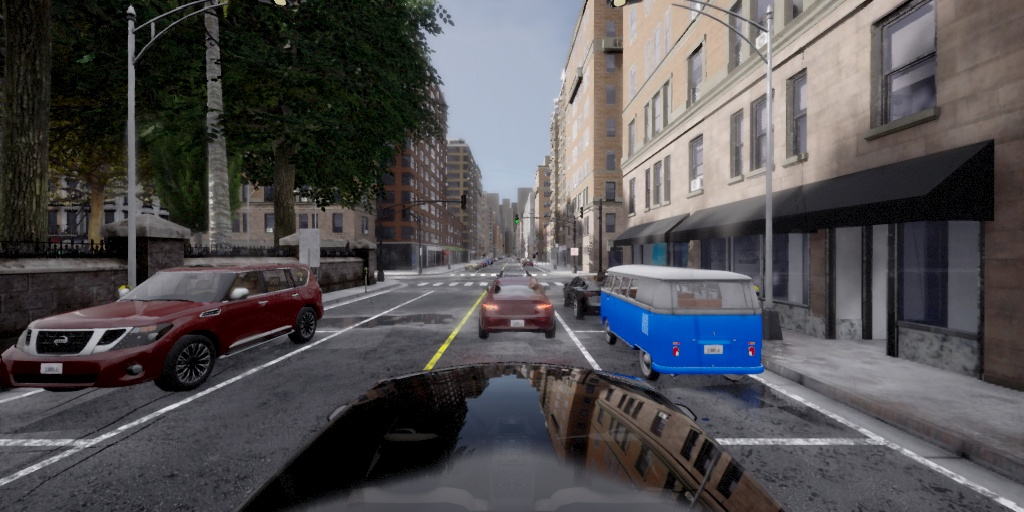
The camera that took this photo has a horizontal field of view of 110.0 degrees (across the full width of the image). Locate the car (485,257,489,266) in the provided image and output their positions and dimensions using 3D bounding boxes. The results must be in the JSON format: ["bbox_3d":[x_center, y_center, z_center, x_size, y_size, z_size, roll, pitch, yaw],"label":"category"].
[{"bbox_3d":[-5.533,1.265,61.513,1.888,1.381,4.507,0,0,0],"label":"car"}]

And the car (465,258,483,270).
[{"bbox_3d":[-5.558,1.248,50.442,1.751,1.417,4.829,0,0,0],"label":"car"}]

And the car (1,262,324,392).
[{"bbox_3d":[-5.657,1.064,6.923,2.192,1.841,5.009,0,0,0],"label":"car"}]

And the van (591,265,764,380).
[{"bbox_3d":[2.868,1.090,6.944,1.690,1.789,3.998,0,0,0],"label":"van"}]

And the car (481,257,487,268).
[{"bbox_3d":[-5.545,1.271,56.062,2.007,1.370,4.403,0,0,0],"label":"car"}]

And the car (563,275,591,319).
[{"bbox_3d":[2.881,1.313,12.604,1.948,1.339,4.313,0,0,0],"label":"car"}]

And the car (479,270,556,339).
[{"bbox_3d":[0.124,1.274,9.985,1.812,1.442,4.674,0,0,0],"label":"car"}]

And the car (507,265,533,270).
[{"bbox_3d":[0.088,1.345,19.011,1.895,1.301,4.718,0,0,-2],"label":"car"}]
